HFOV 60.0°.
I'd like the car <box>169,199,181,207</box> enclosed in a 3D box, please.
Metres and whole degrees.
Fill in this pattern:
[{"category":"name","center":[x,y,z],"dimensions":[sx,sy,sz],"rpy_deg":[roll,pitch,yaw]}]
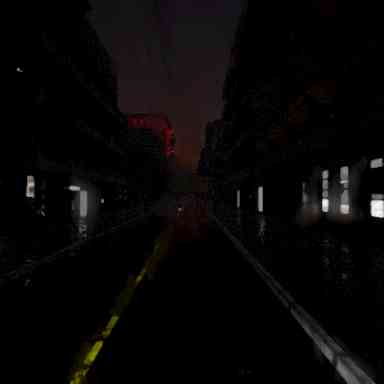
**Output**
[{"category":"car","center":[-2.827,1.899,57.291],"dimensions":[1.895,1.301,4.718],"rpy_deg":[0,0,1]}]

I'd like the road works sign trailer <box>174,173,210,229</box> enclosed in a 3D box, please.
[{"category":"road works sign trailer","center":[-0.007,0.528,22.132],"dimensions":[2.380,3.560,2.880],"rpy_deg":[0,0,0]}]
